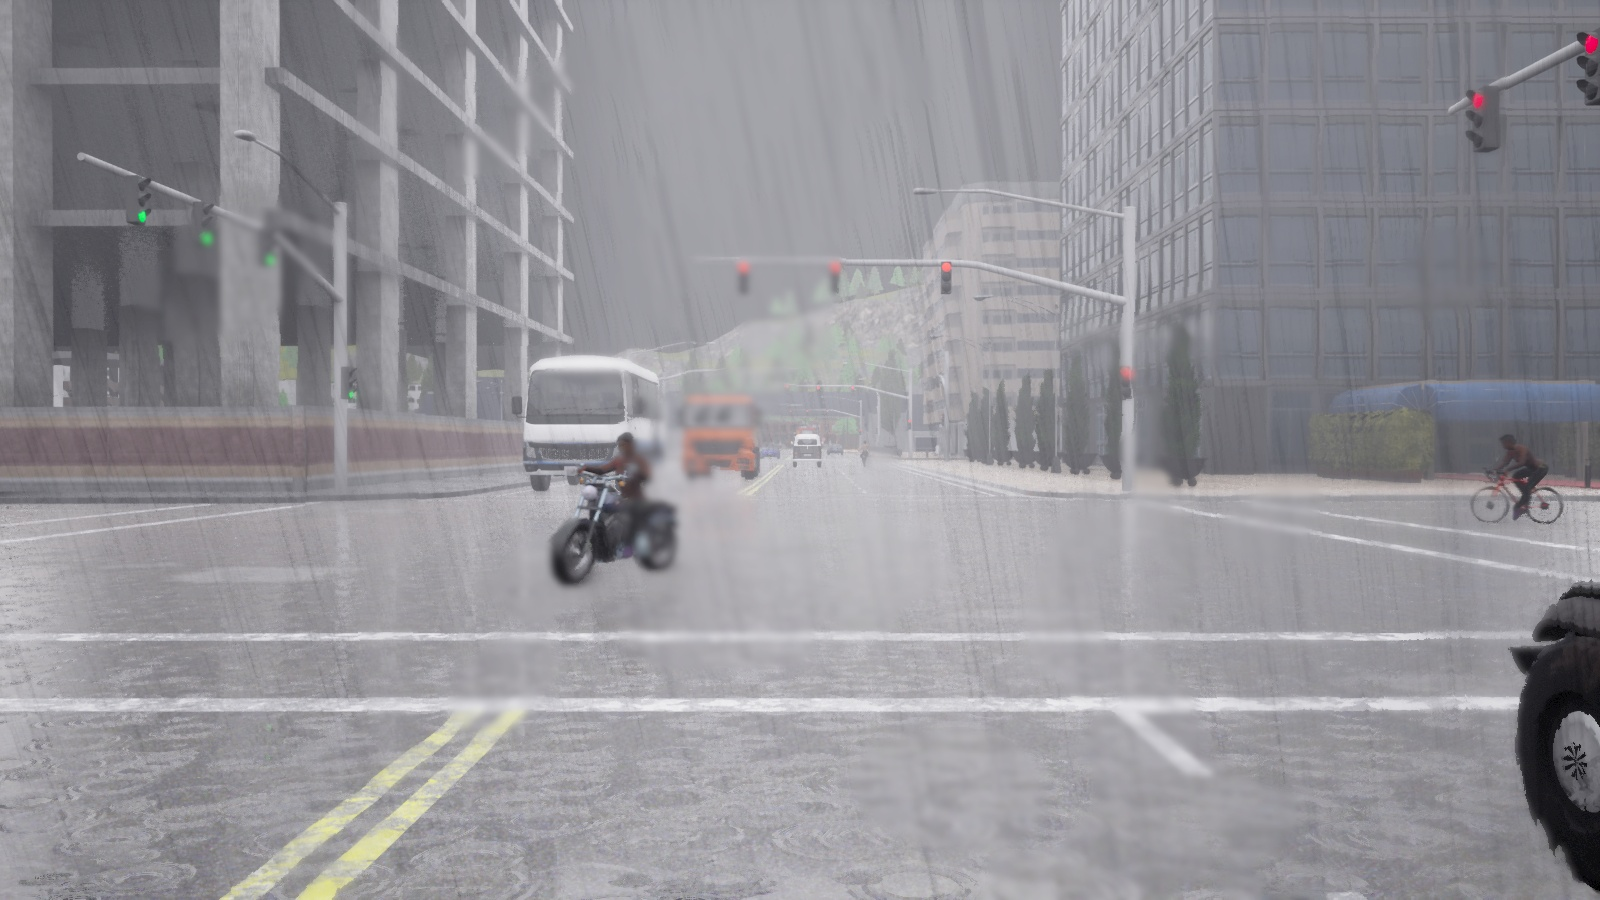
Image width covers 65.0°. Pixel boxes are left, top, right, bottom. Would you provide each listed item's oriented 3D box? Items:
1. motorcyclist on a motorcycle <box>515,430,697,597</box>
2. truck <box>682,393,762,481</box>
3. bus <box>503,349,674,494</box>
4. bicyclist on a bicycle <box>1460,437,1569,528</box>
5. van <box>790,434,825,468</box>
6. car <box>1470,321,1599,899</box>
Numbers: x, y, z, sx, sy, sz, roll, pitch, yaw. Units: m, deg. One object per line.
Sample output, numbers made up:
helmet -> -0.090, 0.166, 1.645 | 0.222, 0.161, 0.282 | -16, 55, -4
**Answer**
motorcyclist on a motorcycle -> -2.045, 0.618, 13.658 | 0.766, 1.649, 2.350 | 1, 1, 25
truck -> -3.185, -0.539, 53.286 | 2.891, 3.462, 7.936 | 0, 0, 0
bus -> -6.747, -0.873, 42.103 | 3.944, 4.253, 10.273 | 0, 0, 0
bicyclist on a bicycle -> 12.961, 0.581, 22.810 | 1.656, 1.620, 0.582 | 0, 0, 0
van -> 0.452, 0.032, 77.677 | 2.069, 2.038, 4.480 | 0, 0, 0
car -> 3.532, 0.529, 2.910 | 1.905, 1.878, 3.866 | 0, 0, 0
